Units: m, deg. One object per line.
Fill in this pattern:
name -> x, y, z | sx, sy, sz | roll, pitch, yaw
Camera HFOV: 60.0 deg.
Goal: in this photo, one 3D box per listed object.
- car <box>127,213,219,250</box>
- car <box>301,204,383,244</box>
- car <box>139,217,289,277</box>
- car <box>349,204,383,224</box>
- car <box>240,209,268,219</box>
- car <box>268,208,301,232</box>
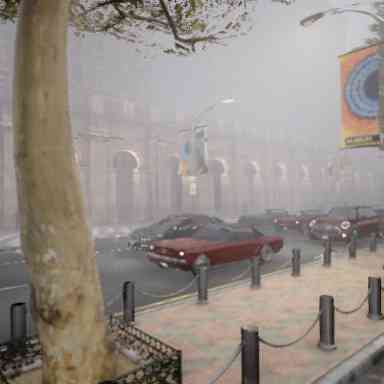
car -> -0.434, 1.691, 14.276 | 4.892, 1.490, 1.837 | 0, -1, -41
car -> 7.772, 1.490, 16.684 | 4.553, 1.767, 2.097 | 0, -1, -40
car -> 0.889, 1.732, 10.801 | 4.718, 1.301, 1.895 | 0, -1, -41
car -> 14.870, 1.728, 27.328 | 4.674, 1.442, 1.812 | 0, -1, -41
car -> 5.396, 1.839, 23.397 | 4.718, 1.301, 1.895 | 0, -1, -41
car -> 7.083, 1.795, 20.695 | 4.718, 1.301, 1.895 | 0, -1, -40
